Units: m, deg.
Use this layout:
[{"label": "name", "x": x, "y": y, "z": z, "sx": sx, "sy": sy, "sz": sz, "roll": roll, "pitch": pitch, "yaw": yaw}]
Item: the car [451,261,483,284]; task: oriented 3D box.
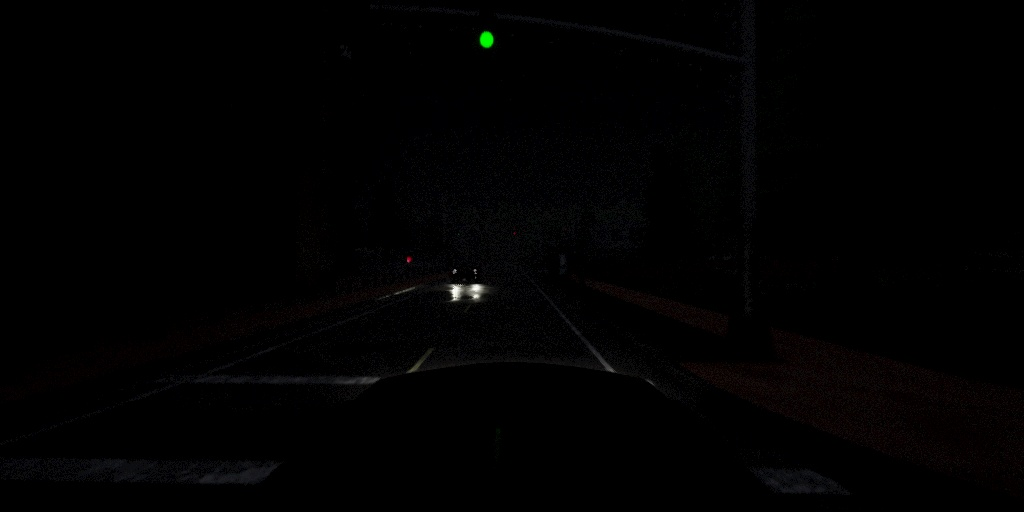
[{"label": "car", "x": -3.510, "y": 1.189, "z": 28.677, "sx": 2.097, "sy": 1.767, "sz": 4.553, "roll": 0, "pitch": -1, "yaw": 0}]
